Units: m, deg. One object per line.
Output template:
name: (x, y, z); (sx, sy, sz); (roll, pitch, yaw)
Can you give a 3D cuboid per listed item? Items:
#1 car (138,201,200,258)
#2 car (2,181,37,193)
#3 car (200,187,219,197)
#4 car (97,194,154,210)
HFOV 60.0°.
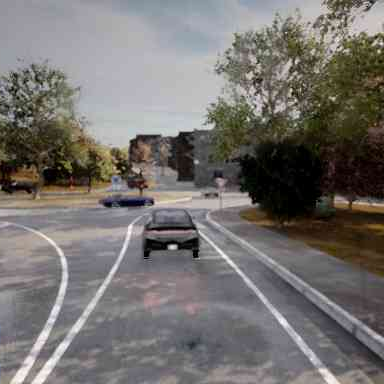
car: (-0.848, 1.350, 12.248); (2.128, 1.511, 4.902); (0, 2, -6)
car: (-28.957, -0.795, 56.211); (2.150, 2.045, 5.566); (2, 2, 42)
car: (2.404, -0.032, 47.033); (1.895, 1.301, 4.718); (0, 3, -7)
car: (-5.633, 0.785, 28.882); (4.718, 1.301, 1.895); (-2, 3, -31)
